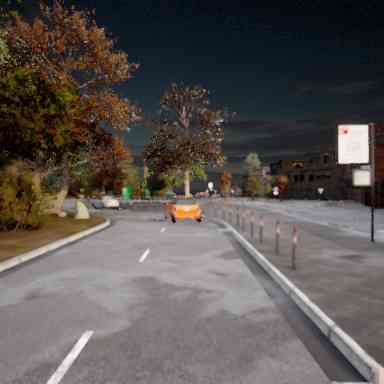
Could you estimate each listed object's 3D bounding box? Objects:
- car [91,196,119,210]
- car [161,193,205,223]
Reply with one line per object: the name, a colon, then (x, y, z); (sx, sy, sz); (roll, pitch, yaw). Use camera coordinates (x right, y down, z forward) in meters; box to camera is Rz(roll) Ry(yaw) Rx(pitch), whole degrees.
car: (-10.162, 1.246, 38.994); (1.812, 1.442, 4.674); (0, 0, -38)
car: (-0.819, 1.203, 24.616); (2.097, 1.767, 4.553); (0, 0, -13)
